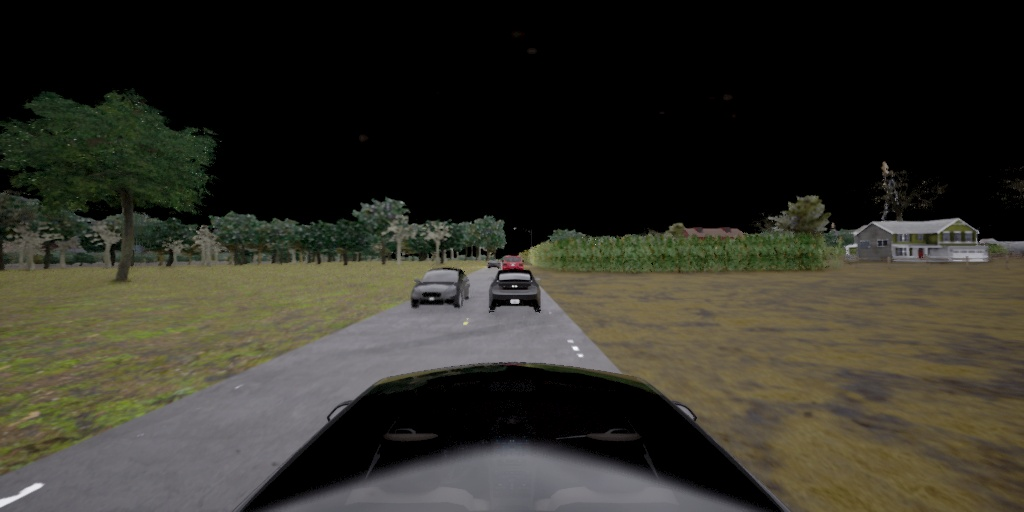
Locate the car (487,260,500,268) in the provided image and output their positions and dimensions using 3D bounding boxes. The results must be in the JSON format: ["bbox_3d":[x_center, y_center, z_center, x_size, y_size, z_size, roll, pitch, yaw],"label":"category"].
[{"bbox_3d":[-2.820,1.350,55.761,2.033,1.411,5.357,0,0,1],"label":"car"}]

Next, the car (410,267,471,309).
[{"bbox_3d":[-2.852,1.262,15.145,1.837,1.490,4.892,0,0,0],"label":"car"}]

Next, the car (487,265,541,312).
[{"bbox_3d":[0.096,1.262,14.308,1.837,1.490,4.892,0,0,0],"label":"car"}]

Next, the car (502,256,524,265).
[{"bbox_3d":[0.094,1.000,37.990,2.150,2.045,5.566,0,0,0],"label":"car"}]
